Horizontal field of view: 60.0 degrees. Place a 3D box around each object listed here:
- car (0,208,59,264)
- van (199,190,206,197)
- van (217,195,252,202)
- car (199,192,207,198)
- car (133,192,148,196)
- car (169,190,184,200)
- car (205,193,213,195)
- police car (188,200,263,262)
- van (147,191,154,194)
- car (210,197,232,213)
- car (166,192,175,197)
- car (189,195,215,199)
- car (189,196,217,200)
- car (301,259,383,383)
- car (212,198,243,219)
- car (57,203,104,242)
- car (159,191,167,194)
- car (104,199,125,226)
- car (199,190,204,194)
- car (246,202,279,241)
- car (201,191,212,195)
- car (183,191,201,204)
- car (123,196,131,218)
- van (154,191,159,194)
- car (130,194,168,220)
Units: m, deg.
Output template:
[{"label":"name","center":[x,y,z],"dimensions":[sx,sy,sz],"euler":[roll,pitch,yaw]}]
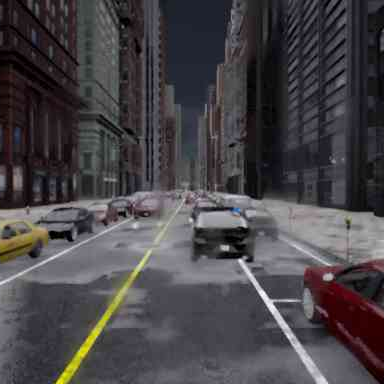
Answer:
[{"label":"car","center":[-5.761,1.418,9.559],"dimensions":[1.752,1.417,4.829],"euler":[0,1,0]},{"label":"van","center":[2.775,0.440,88.646],"dimensions":[1.690,1.788,3.998],"euler":[0,1,0]},{"label":"van","center":[2.765,1.110,21.015],"dimensions":[1.690,1.788,3.998],"euler":[0,1,0]},{"label":"car","center":[2.775,0.675,83.182],"dimensions":[1.752,1.417,4.829],"euler":[0,1,0]},{"label":"car","center":[-5.758,1.091,32.274],"dimensions":[1.967,1.590,4.097],"euler":[0,1,0]},{"label":"car","center":[-3.005,0.812,65.698],"dimensions":[1.837,1.490,4.892],"euler":[0,1,1]},{"label":"car","center":[2.768,1.144,37.925],"dimensions":[2.008,1.369,4.403],"euler":[0,1,0]},{"label":"police car","center":[0.903,1.295,11.676],"dimensions":[1.930,1.638,5.238],"euler":[0,1,0]},{"label":"van","center":[-5.758,0.934,37.909],"dimensions":[1.690,1.788,3.998],"euler":[0,1,0]},{"label":"car","center":[2.767,1.233,32.289],"dimensions":[1.802,1.307,4.206],"euler":[0,1,0]},{"label":"car","center":[-5.749,0.665,88.637],"dimensions":[1.947,1.339,4.313],"euler":[0,1,0]},{"label":"car","center":[0.855,1.227,27.564],"dimensions":[1.812,1.442,4.674],"euler":[0,1,0]},{"label":"car","center":[0.904,1.269,21.566],"dimensions":[1.837,1.490,4.892],"euler":[0,1,0]},{"label":"car","center":[2.763,1.498,4.109],"dimensions":[1.887,1.381,4.507],"euler":[0,1,0]},{"label":"car","center":[2.766,1.261,26.653],"dimensions":[2.008,1.369,4.403],"euler":[0,1,0]},{"label":"car","center":[-5.761,1.395,15.365],"dimensions":[1.947,1.339,4.313],"euler":[0,1,0]},{"label":"car","center":[-5.755,0.737,54.816],"dimensions":[2.192,1.841,5.009],"euler":[0,1,0]},{"label":"car","center":[-5.760,1.351,21.002],"dimensions":[1.802,1.307,4.206],"euler":[0,1,0]},{"label":"car","center":[2.771,0.682,60.466],"dimensions":[2.192,1.841,5.009],"euler":[0,1,0]},{"label":"car","center":[2.764,1.380,15.381],"dimensions":[2.008,1.369,4.403],"euler":[0,1,0]},{"label":"car","center":[2.769,1.024,49.197],"dimensions":[1.887,1.381,4.507],"euler":[0,1,0]},{"label":"car","center":[0.017,1.018,47.853],"dimensions":[1.812,1.442,4.674],"euler":[0,1,0]},{"label":"car","center":[-5.759,1.275,26.638],"dimensions":[1.947,1.339,4.313],"euler":[0,1,0]},{"label":"van","center":[-5.757,0.877,43.545],"dimensions":[1.690,1.788,3.998],"euler":[0,1,0]},{"label":"car","center":[-3.093,1.205,24.964],"dimensions":[1.882,1.535,5.008],"euler":[0,1,0]}]
